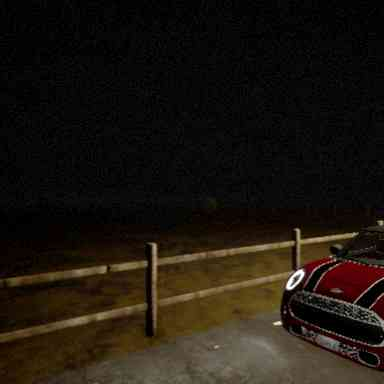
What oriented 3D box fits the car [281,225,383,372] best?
[{"bbox_3d":[3.597,1.370,5.621,4.553,1.767,2.097,0,0,-35],"label":"car"}]
